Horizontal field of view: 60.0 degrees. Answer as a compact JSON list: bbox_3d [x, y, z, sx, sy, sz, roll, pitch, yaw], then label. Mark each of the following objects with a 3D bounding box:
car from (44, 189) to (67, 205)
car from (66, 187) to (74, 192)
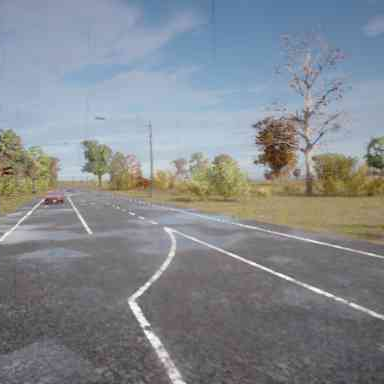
[{"bbox_3d":[-15.529,0.599,37.610,1.882,1.535,5.008,-2,2,-22],"label":"car"},{"bbox_3d":[-31.285,-0.642,85.323,2.033,1.411,5.357,-2,2,-15],"label":"car"}]
